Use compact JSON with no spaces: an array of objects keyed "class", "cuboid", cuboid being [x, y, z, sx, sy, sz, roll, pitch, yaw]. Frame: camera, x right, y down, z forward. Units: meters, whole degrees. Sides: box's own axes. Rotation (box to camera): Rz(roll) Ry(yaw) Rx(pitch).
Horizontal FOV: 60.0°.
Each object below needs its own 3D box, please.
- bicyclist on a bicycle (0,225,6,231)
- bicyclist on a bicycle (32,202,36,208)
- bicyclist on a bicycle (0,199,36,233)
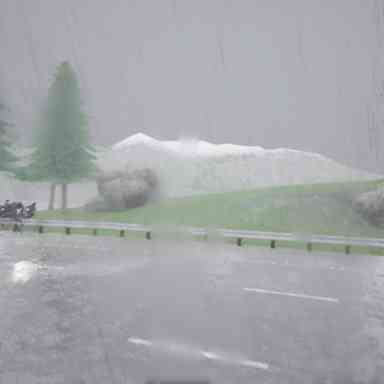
[{"class":"bicyclist on a bicycle","cuboid":[-10.239,1.155,17.958,0.582,1.620,1.656,5,-34,21]},{"class":"bicyclist on a bicycle","cuboid":[-8.897,1.247,17.758,0.582,1.620,1.656,35,-21,4]},{"class":"bicyclist on a bicycle","cuboid":[-8.520,1.040,16.081,1.656,1.620,0.582,43,37,16]}]
